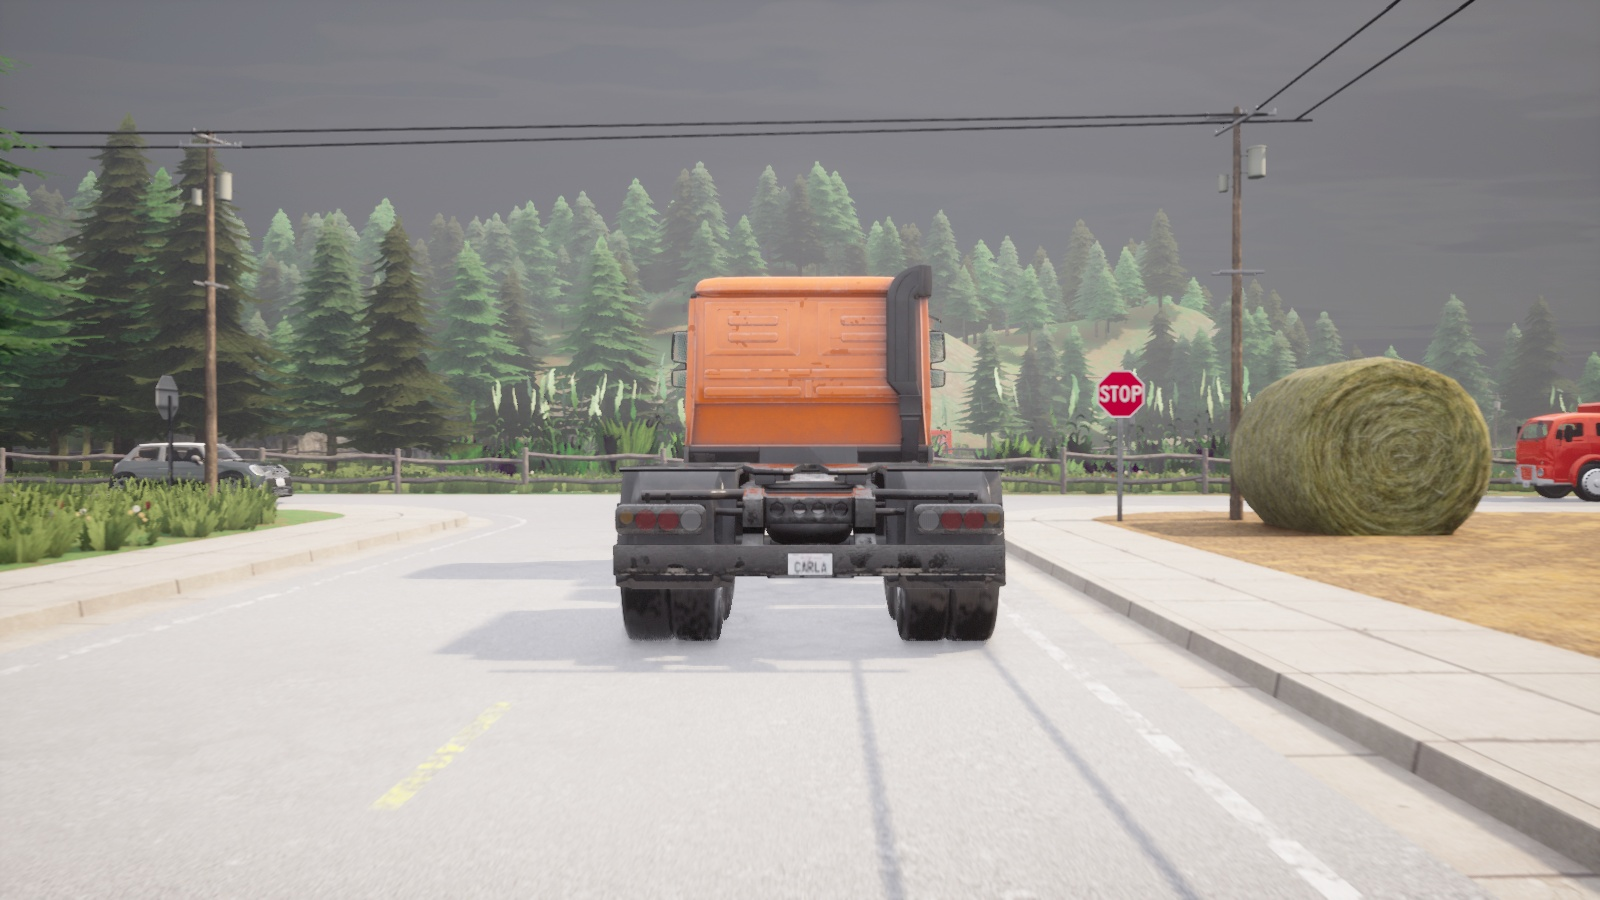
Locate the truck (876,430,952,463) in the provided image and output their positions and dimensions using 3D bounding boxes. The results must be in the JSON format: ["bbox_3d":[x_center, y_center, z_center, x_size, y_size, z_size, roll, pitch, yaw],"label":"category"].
[{"bbox_3d":[8.458,-0.261,93.578,5.204,2.467,2.627,0,0,-5],"label":"truck"}]

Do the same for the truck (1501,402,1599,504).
[{"bbox_3d":[20.876,0.065,31.412,5.204,2.467,2.627,0,0,3],"label":"truck"}]

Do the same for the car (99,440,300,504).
[{"bbox_3d":[-14.183,0.498,29.813,3.806,1.475,1.970,0,0,3],"label":"car"}]

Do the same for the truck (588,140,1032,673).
[{"bbox_3d":[0.085,-0.304,12.140,2.891,3.462,7.936,0,0,0],"label":"truck"}]
